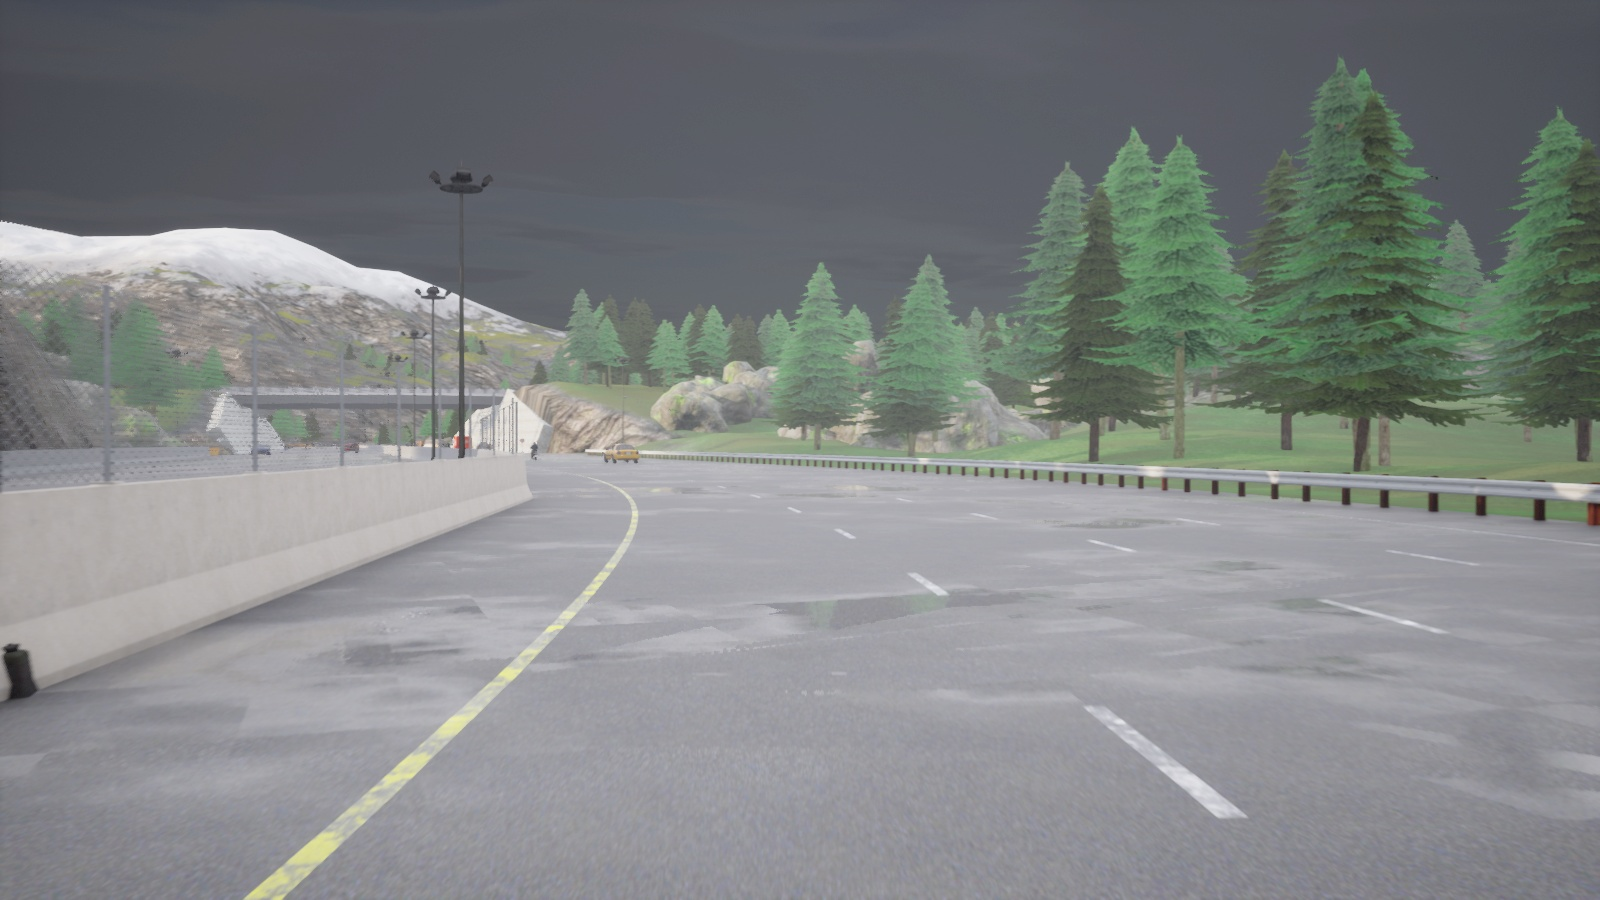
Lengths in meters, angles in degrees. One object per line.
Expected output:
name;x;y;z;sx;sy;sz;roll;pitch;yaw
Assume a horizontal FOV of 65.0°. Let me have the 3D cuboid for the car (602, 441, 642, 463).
car;-13.101;0.154;92.177;1.801;1.575;5.366;0;0;-20
